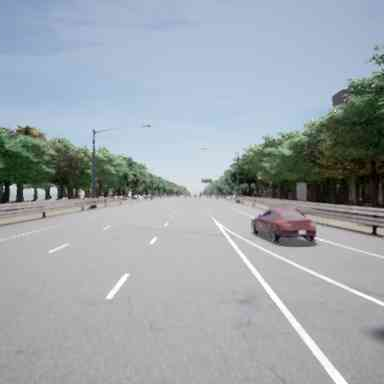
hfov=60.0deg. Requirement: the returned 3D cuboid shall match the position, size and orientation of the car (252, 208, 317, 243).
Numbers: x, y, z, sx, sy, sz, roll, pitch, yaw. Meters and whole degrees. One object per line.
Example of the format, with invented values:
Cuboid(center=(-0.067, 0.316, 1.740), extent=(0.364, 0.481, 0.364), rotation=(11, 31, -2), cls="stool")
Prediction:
Cuboid(center=(4.284, 1.495, 15.957), extent=(1.812, 1.442, 4.674), rotation=(0, 0, -6), cls="car")
